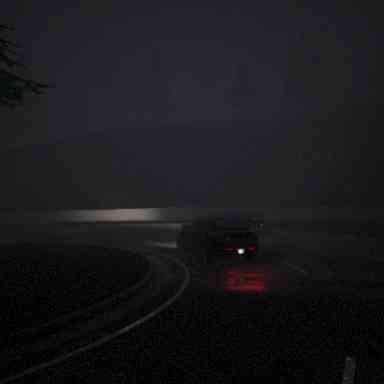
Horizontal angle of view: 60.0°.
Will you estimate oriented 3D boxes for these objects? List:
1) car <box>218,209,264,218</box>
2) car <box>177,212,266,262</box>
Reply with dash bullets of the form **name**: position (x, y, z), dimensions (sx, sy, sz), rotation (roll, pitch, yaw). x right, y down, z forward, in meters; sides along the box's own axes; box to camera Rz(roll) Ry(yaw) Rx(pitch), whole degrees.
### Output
- **car**: position (2.561, 1.902, 22.324), dimensions (4.902, 1.511, 2.128), rotation (-2, -2, 43)
- **car**: position (0.872, 1.764, 13.361), dimensions (1.837, 1.490, 4.892), rotation (2, -2, -18)
